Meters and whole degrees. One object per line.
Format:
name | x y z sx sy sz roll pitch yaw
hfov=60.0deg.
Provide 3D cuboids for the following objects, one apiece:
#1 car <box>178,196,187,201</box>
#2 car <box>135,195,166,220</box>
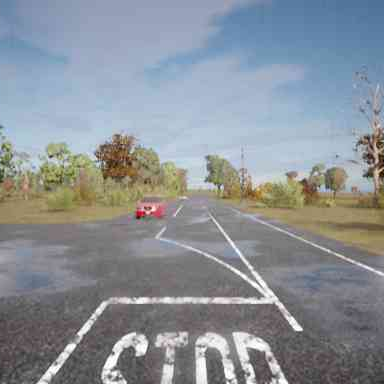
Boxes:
car | -2.502 1.639 88.923 1.895 1.301 4.718 0 0 7
car | -3.442 1.266 28.686 2.150 2.045 5.566 0 0 0
